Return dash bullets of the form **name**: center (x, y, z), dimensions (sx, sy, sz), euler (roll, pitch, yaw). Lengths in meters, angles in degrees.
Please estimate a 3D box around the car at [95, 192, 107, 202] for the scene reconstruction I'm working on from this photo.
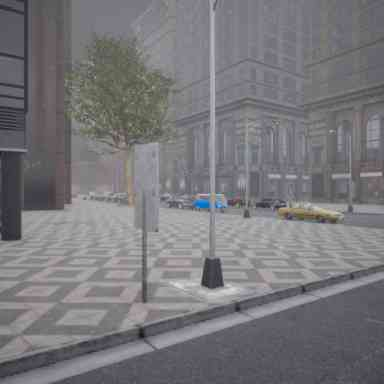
- **car**: center (-14.261, 0.912, 56.187), dimensions (2.008, 1.369, 4.403), euler (1, 0, -35)

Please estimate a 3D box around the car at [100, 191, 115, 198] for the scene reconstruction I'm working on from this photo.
- **car**: center (-20.169, 0.589, 79.485), dimensions (1.887, 1.381, 4.507), euler (1, 0, -35)

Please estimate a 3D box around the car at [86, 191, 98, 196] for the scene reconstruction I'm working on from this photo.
- **car**: center (-26.613, 0.473, 88.687), dimensions (1.802, 1.307, 4.206), euler (1, 0, -35)

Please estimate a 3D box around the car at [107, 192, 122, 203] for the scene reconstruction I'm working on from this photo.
- **car**: center (-11.039, 0.993, 51.586), dimensions (2.008, 1.369, 4.403), euler (1, 0, -35)

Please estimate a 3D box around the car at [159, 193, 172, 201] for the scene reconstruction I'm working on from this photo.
- **car**: center (-4.058, 0.882, 56.481), dimensions (1.967, 1.590, 4.097), euler (1, 0, -35)

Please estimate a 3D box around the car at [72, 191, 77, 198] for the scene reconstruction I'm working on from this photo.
- **car**: center (-27.147, 0.485, 74.592), dimensions (1.967, 1.590, 4.097), euler (1, 0, -35)

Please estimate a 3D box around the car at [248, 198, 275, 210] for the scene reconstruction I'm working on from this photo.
- **car**: center (8.828, 1.316, 38.073), dimensions (1.947, 1.339, 4.313), euler (1, 0, -35)

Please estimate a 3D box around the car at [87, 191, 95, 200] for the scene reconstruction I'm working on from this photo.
- **car**: center (-17.483, 0.831, 60.788), dimensions (2.008, 1.369, 4.403), euler (1, 0, -35)

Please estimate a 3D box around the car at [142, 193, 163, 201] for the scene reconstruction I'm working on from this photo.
- **car**: center (-7.282, 0.911, 61.082), dimensions (2.008, 1.369, 4.403), euler (1, 0, -35)

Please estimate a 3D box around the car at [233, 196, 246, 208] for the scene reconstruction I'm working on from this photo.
- **car**: center (5.608, 1.224, 42.674), dimensions (1.887, 1.381, 4.507), euler (1, 0, -35)

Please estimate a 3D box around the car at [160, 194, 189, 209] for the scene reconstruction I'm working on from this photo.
- **car**: center (-1.372, 1.231, 37.778), dimensions (2.008, 1.369, 4.403), euler (1, 0, -35)

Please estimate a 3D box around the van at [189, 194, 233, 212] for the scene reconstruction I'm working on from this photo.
- **van**: center (1.852, 1.091, 33.175), dimensions (1.690, 1.788, 3.998), euler (1, 0, -35)

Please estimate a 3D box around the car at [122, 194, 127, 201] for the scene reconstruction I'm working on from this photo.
- **car**: center (-7.720, 1.052, 46.845), dimensions (1.752, 1.417, 4.829), euler (1, 0, -35)

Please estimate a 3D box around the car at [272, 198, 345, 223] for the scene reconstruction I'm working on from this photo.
- **car**: center (8.393, 1.398, 23.829), dimensions (1.752, 1.417, 4.829), euler (1, 0, -35)
